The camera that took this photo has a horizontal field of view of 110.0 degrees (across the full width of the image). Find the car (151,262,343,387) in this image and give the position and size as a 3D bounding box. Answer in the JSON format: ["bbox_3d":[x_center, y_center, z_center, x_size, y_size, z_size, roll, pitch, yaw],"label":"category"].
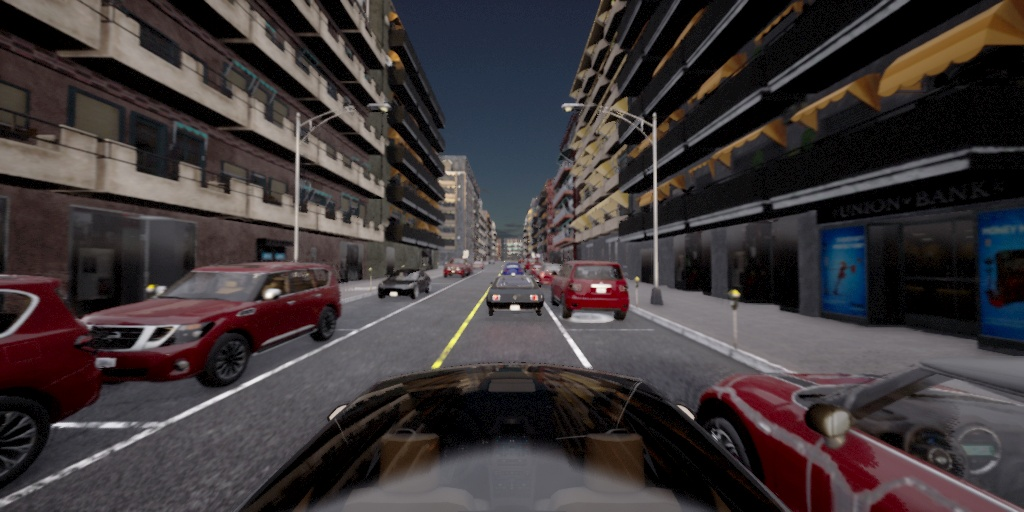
[{"bbox_3d":[-5.314,1.067,7.187,2.192,1.841,5.009,0,0,0],"label":"car"}]

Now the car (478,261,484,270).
[{"bbox_3d":[-5.310,1.442,56.962,1.802,1.307,4.207,0,0,0],"label":"car"}]

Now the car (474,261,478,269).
[{"bbox_3d":[-5.311,1.352,40.369,1.888,1.381,4.507,0,0,0],"label":"car"}]

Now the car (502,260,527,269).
[{"bbox_3d":[0.105,1.311,31.253,1.812,1.442,4.674,0,0,0],"label":"car"}]

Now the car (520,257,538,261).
[{"bbox_3d":[2.538,1.137,45.844,2.192,1.841,5.009,0,0,0],"label":"car"}]

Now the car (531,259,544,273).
[{"bbox_3d":[2.536,1.211,23.720,1.967,1.591,4.097,0,0,0],"label":"car"}]

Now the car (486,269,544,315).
[{"bbox_3d":[0.103,1.359,13.626,1.895,1.301,4.718,0,0,0],"label":"car"}]

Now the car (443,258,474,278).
[{"bbox_3d":[-5.311,1.107,34.838,2.192,1.841,5.009,0,0,0],"label":"car"}]

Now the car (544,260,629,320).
[{"bbox_3d":[2.535,1.072,12.657,2.192,1.841,5.009,0,0,0],"label":"car"}]

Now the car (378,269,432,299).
[{"bbox_3d":[-5.313,1.329,18.249,1.948,1.339,4.313,0,0,0],"label":"car"}]

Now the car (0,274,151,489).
[{"bbox_3d":[-5.314,1.065,1.657,2.192,1.841,5.009,0,0,0],"label":"car"}]

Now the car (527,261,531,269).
[{"bbox_3d":[2.537,1.375,34.782,1.802,1.307,4.207,0,0,0],"label":"car"}]

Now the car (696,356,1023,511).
[{"bbox_3d":[2.576,1.190,1.596,1.967,1.591,4.097,0,0,0],"label":"car"}]
